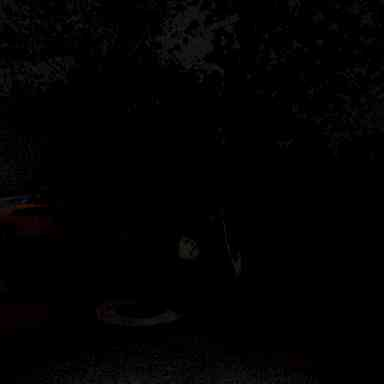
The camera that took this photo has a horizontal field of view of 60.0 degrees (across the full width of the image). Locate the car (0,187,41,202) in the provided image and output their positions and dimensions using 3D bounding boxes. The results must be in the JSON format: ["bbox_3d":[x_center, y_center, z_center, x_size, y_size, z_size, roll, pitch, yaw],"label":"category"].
[{"bbox_3d":[-19.447,0.293,36.788,4.792,1.488,2.163,1,2,-30],"label":"car"}]

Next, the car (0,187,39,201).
[{"bbox_3d":[-20.776,0.193,39.067,4.792,1.488,2.163,1,1,-30],"label":"car"}]

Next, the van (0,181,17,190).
[{"bbox_3d":[-43.278,-1.553,77.365,4.442,1.987,1.878,1,1,-30],"label":"van"}]

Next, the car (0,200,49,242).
[{"bbox_3d":[-6.928,1.301,15.252,5.008,1.535,2.097,1,2,-30],"label":"car"}]

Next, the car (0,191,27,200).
[{"bbox_3d":[-8.287,1.060,17.659,4.553,1.767,2.185,1,2,-30],"label":"car"}]

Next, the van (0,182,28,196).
[{"bbox_3d":[-26.472,-0.442,48.551,4.442,1.987,1.878,1,1,-30],"label":"van"}]

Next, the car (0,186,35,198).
[{"bbox_3d":[-23.584,-0.030,43.835,5.008,1.535,2.097,1,1,-30],"label":"car"}]

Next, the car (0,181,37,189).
[{"bbox_3d":[-15.193,0.358,29.500,5.566,2.045,2.435,1,2,-30],"label":"car"}]

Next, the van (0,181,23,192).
[{"bbox_3d":[-34.703,-0.996,63.127,4.442,1.987,1.878,1,1,-30],"label":"van"}]

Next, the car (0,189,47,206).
[{"bbox_3d":[-16.645,0.521,31.870,4.792,1.488,2.163,1,2,-30],"label":"car"}]

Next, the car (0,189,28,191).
[{"bbox_3d":[-12.598,0.835,24.618,5.366,1.575,1.946,1,2,-30],"label":"car"}]

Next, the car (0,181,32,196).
[{"bbox_3d":[-27.789,-0.558,50.987,5.566,2.045,2.435,1,1,-30],"label":"car"}]

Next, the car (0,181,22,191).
[{"bbox_3d":[-39.012,-1.300,70.228,5.566,2.045,2.435,1,1,-30],"label":"car"}]

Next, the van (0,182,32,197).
[{"bbox_3d":[-24.876,-0.346,46.277,4.442,1.987,1.878,1,1,-30],"label":"van"}]

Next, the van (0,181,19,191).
[{"bbox_3d":[-40.283,-1.365,72.693,4.442,1.987,1.878,1,1,-30],"label":"van"}]

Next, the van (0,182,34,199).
[{"bbox_3d":[-22.272,-0.162,41.368,4.442,1.987,1.878,1,2,-31],"label":"van"}]
